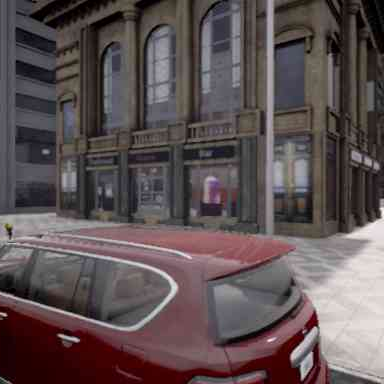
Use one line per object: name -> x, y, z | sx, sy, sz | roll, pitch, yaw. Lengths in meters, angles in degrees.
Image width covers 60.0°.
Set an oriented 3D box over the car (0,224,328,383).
car -> -1.128, 1.303, 3.768 | 5.009, 1.841, 2.192 | 0, 0, 35
